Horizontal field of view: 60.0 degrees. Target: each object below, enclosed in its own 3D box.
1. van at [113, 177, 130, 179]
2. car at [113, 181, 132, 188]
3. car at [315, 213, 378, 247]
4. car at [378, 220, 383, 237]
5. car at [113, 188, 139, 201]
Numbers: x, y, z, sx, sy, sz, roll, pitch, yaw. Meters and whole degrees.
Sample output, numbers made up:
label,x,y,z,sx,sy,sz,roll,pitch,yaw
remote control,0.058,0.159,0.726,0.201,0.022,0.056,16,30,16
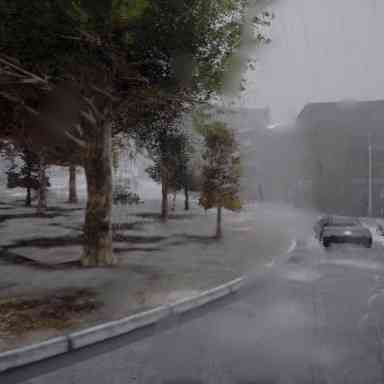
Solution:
label,x,y,z,sx,sy,sz,roll,pitch,yaw
van,-17.279,-2.095,80.673,4.442,1.987,1.878,-1,5,-31
car,-15.691,-1.089,71.687,4.892,1.521,2.231,-1,5,-31
car,6.996,1.676,15.710,1.994,1.385,4.181,0,-1,16
car,10.410,1.693,15.773,1.895,1.301,4.718,0,-1,12
car,-9.247,0.538,45.114,4.181,1.385,1.994,2,0,20
